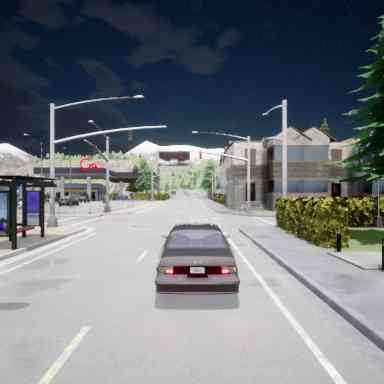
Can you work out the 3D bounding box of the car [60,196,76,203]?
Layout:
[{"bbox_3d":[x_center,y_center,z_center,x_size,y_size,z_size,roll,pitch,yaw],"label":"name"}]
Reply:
[{"bbox_3d":[-25.896,1.552,69.582,1.970,1.475,3.806,0,0,0],"label":"car"}]

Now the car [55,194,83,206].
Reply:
[{"bbox_3d":[-18.882,1.490,51.105,2.007,1.523,4.514,0,0,0],"label":"car"}]

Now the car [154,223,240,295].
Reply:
[{"bbox_3d":[0.107,1.547,8.895,2.033,1.411,5.357,0,0,0],"label":"car"}]

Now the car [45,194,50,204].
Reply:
[{"bbox_3d":[-25.842,1.289,61.103,1.932,1.855,4.605,0,0,0],"label":"car"}]

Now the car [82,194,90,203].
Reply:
[{"bbox_3d":[-22.571,1.268,68.977,1.905,1.878,3.866,0,0,0],"label":"car"}]
